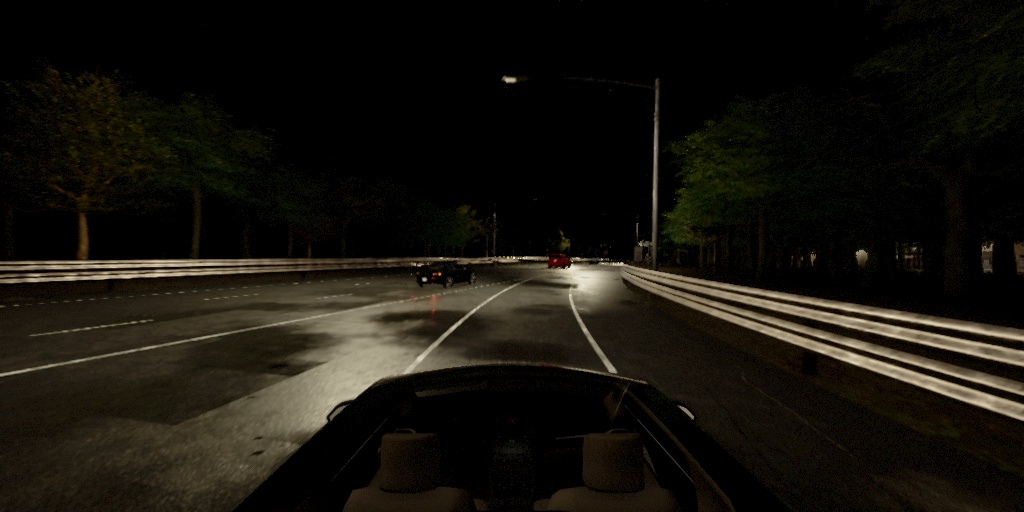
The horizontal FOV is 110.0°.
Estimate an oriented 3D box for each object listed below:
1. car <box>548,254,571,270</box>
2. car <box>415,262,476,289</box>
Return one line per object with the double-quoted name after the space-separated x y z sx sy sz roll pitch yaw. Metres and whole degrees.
6.454 0.760 48.442 2.150 2.045 5.566 1 0 21 "car"
-3.822 1.074 21.113 1.812 1.442 4.674 1 0 21 "car"
